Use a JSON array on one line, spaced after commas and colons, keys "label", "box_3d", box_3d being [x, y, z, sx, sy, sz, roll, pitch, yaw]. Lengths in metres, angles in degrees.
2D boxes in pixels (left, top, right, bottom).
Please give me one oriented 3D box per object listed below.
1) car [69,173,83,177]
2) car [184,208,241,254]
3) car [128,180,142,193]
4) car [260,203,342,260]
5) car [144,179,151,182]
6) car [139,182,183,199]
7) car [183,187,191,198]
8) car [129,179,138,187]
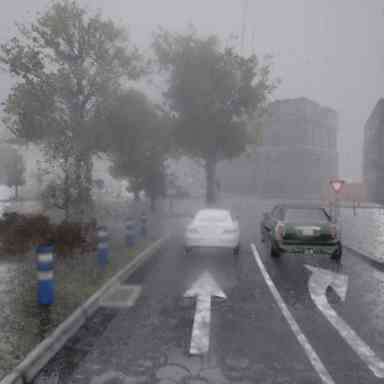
[{"label": "car", "box_3d": [-31.293, -3.662, 89.616, 4.674, 1.452, 2.002, -4, 7, -36]}, {"label": "car", "box_3d": [0.835, 1.320, 12.511, 1.812, 1.442, 4.674, 0, 1, 7]}, {"label": "car", "box_3d": [-10.664, -0.979, 63.043, 2.150, 2.045, 5.566, 0, 6, -10]}, {"label": "car", "box_3d": [3.661, 1.163, 11.907, 2.097, 1.767, 4.553, 0, 1, 7]}, {"label": "car", "box_3d": [-7.876, -0.948, 64.422, 2.097, 1.767, 4.553, 0, 6, -11]}, {"label": "car", "box_3d": [-4.598, -0.034, 48.795, 5.566, 2.045, 2.150, 2, 3, 36]}, {"label": "car", "box_3d": [-2.443, 0.027, 51.039, 4.553, 1.767, 2.097, 1, 2, 35]}, {"label": "car", "box_3d": [-13.387, -2.048, 75.892, 1.812, 1.442, 4.674, 0, 6, -13]}]
